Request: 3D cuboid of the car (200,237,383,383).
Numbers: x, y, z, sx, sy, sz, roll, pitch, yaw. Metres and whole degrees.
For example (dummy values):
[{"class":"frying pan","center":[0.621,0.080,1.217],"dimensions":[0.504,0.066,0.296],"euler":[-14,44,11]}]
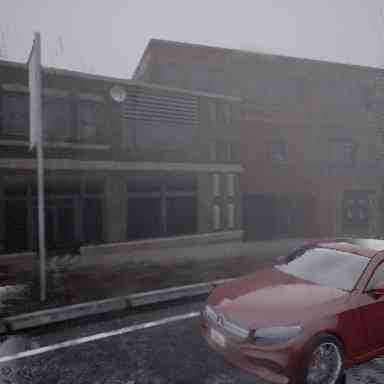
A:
[{"class":"car","center":[2.381,1.478,5.046],"dimensions":[4.674,1.442,1.812],"euler":[0,1,-27]}]
